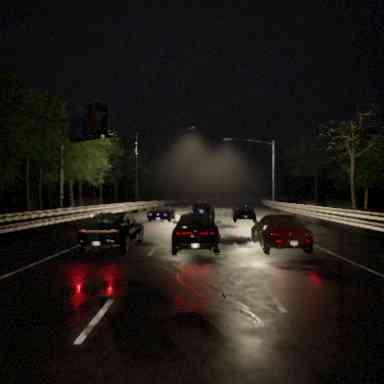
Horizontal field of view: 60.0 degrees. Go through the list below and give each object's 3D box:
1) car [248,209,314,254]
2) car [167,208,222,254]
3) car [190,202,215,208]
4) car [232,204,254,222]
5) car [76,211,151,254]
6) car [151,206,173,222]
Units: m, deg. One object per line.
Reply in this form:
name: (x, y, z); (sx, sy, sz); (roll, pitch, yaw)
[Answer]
car: (3.701, 1.661, 14.095); (1.812, 1.442, 4.674); (0, 0, 2)
car: (0.199, 1.642, 14.104); (1.837, 1.490, 4.892); (0, 0, 2)
car: (0.921, 1.624, 28.662); (2.097, 1.767, 4.553); (0, -1, 4)
car: (4.437, 1.802, 28.720); (1.812, 1.442, 4.674); (0, 0, 4)
car: (-3.301, 1.627, 14.191); (2.128, 1.511, 4.902); (0, 0, 2)
car: (-2.570, 1.877, 28.929); (1.895, 1.301, 4.718); (0, -1, 4)
